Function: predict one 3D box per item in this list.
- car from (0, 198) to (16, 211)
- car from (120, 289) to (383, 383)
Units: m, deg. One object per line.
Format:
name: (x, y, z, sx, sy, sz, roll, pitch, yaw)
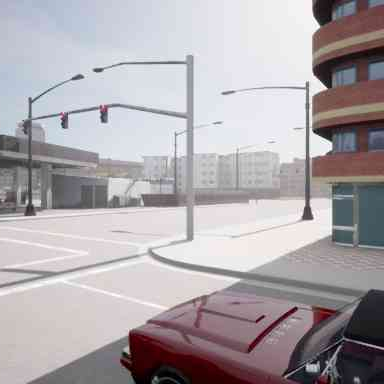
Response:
car: (-22.264, 1.456, 38.800, 3.806, 1.475, 1.970, 0, 0, 36)
car: (1.589, 1.601, 2.840, 4.718, 1.301, 1.895, 0, 0, 36)
